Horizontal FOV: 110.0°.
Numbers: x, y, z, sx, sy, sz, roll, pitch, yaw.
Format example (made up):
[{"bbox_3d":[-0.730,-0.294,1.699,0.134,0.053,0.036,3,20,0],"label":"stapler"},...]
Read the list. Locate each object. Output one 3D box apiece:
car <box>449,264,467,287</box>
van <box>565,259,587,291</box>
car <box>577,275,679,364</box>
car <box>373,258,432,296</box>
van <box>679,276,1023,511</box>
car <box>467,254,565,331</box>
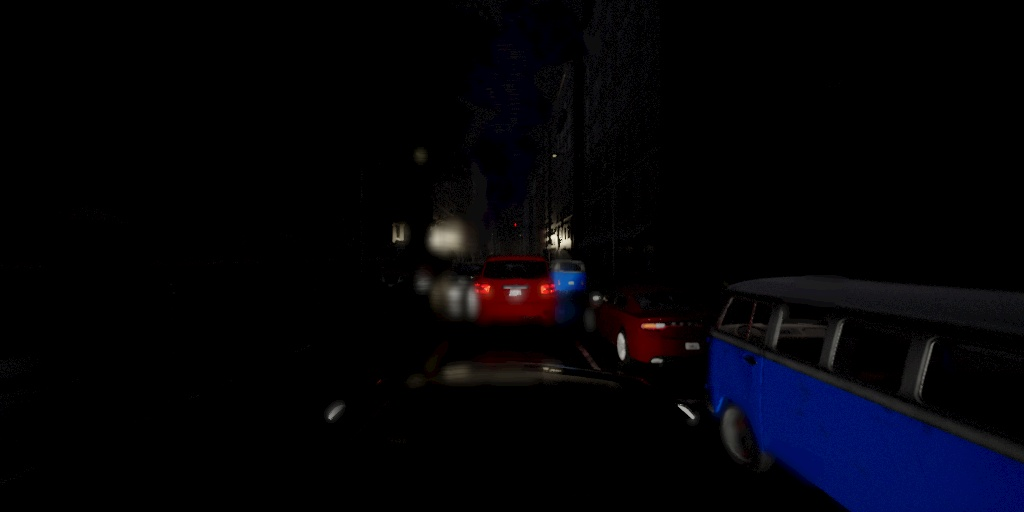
[{"bbox_3d":[-3.018,1.281,24.857,2.033,1.411,5.357,0,0,1],"label":"car"},{"bbox_3d":[2.878,1.080,19.231,1.690,1.789,3.998,0,0,0],"label":"van"},{"bbox_3d":[2.864,1.292,7.909,1.888,1.381,4.507,0,0,0],"label":"car"},{"bbox_3d":[-5.646,1.054,19.201,2.192,1.841,5.009,0,0,0],"label":"car"},{"bbox_3d":[2.856,1.090,2.248,1.690,1.789,3.998,0,0,0],"label":"van"},{"bbox_3d":[0.113,0.967,11.130,2.150,2.045,5.566,0,0,0],"label":"car"}]
